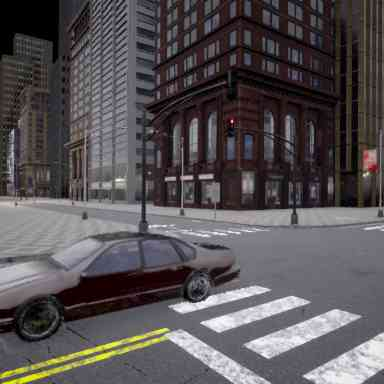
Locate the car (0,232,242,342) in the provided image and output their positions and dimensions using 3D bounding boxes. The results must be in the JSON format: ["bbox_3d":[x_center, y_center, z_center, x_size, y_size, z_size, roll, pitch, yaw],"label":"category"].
[{"bbox_3d":[-1.446,1.549,6.654,5.357,1.411,2.033,0,0,-36],"label":"car"}]
